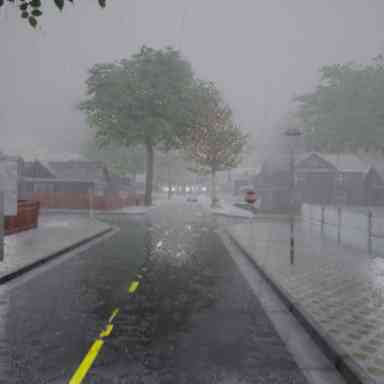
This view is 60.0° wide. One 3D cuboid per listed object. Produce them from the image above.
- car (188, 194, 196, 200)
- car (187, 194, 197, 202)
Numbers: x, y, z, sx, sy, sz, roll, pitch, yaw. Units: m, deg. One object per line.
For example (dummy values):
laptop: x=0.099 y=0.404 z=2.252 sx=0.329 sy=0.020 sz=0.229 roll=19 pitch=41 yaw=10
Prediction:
car: x=-0.019 y=1.217 z=80.379 sx=1.812 sy=1.442 sz=4.674 roll=0 pitch=0 yaw=0
car: x=-0.017 y=1.424 z=70.372 sx=1.994 sy=1.385 sz=4.181 roll=0 pitch=0 yaw=0
